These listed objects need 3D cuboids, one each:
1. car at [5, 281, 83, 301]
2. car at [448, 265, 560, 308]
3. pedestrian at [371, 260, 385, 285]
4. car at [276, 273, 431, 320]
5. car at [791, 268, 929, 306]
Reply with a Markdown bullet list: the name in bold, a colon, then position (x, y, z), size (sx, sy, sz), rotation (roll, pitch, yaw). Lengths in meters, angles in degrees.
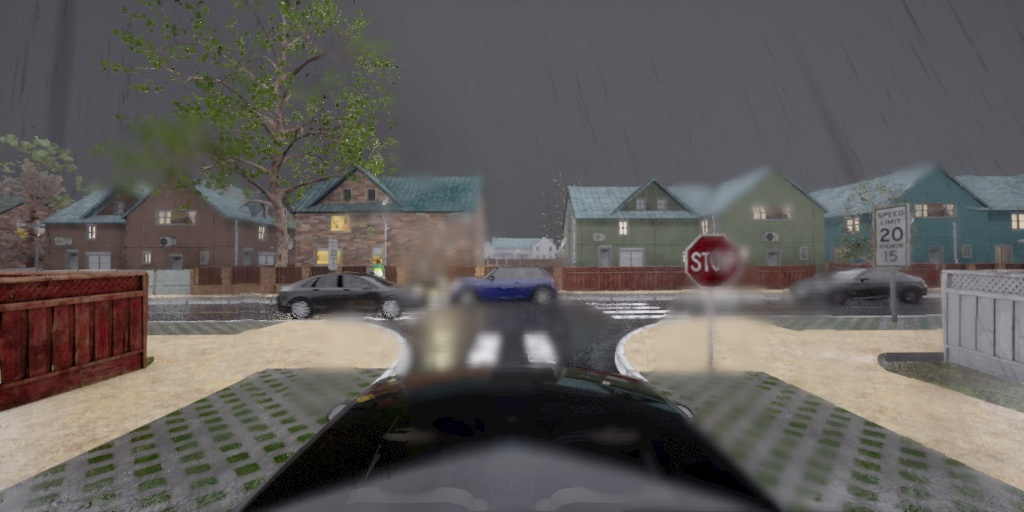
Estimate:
- **car**: position (-21.180, 1.578, 15.313), size (4.674, 1.442, 1.812), rotation (-1, -1, 0)
- **car**: position (-0.334, 1.189, 15.056), size (4.553, 1.767, 2.097), rotation (-1, -1, 1)
- **pedestrian**: position (-6.746, 1.113, 18.042), size (0.375, 1.860, 0.375), rotation (0, -1, 1)
- **car**: position (-5.256, 1.315, 12.159), size (4.892, 1.490, 1.837), rotation (-1, -1, 1)
- **car**: position (14.345, 1.234, 14.893), size (4.674, 1.442, 1.812), rotation (0, -1, 1)
